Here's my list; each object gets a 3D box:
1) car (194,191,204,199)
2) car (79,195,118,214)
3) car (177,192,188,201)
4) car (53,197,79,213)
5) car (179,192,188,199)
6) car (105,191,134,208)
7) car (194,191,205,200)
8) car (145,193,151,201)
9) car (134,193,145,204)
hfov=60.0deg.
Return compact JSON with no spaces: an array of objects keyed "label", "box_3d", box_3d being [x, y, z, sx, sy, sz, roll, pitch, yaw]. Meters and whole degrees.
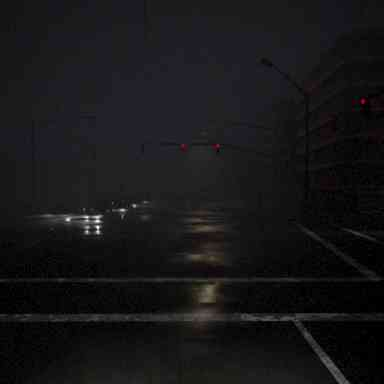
[{"label":"car","box_3d":[1.613,0.556,75.829,2.097,1.767,4.553,0,1,1]},{"label":"car","box_3d":[-9.515,1.369,34.292,2.128,1.511,4.902,0,1,1]},{"label":"car","box_3d":[-1.926,0.917,65.170,2.033,1.411,5.357,0,1,1]},{"label":"car","box_3d":[-13.003,1.346,35.359,1.882,1.535,5.008,0,1,1]},{"label":"car","box_3d":[-1.887,0.742,75.821,2.033,1.411,5.357,0,1,1]},{"label":"car","box_3d":[-9.397,1.106,43.333,2.097,1.767,4.553,0,1,1]},{"label":"car","box_3d":[1.581,0.855,65.439,2.128,1.511,4.902,0,1,1]},{"label":"car","box_3d":[-9.086,0.948,63.513,2.033,1.411,5.357,0,1,1]},{"label":"car","box_3d":[-9.274,1.132,52.978,2.033,1.411,5.357,0,1,1]}]
